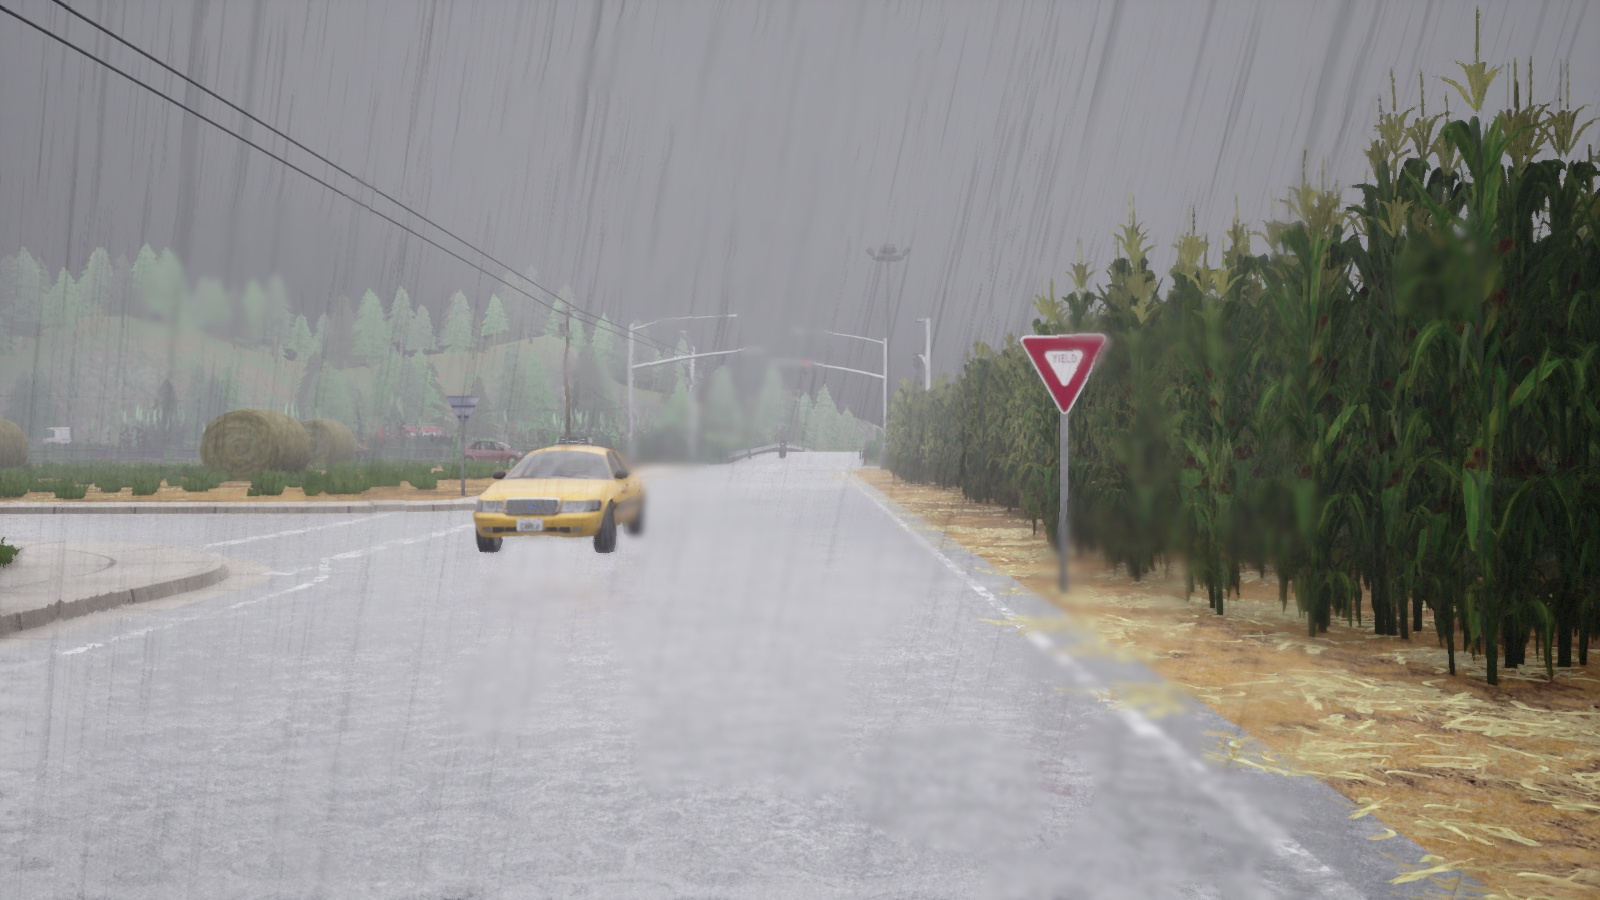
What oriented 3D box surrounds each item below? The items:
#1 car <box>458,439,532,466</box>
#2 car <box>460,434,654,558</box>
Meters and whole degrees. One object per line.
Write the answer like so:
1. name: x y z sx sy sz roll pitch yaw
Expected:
1. car: -18.478 0.165 76.190 3.988 1.617 1.851 0 0 3
2. car: -3.383 0.567 18.571 1.801 1.575 5.366 0 0 0
